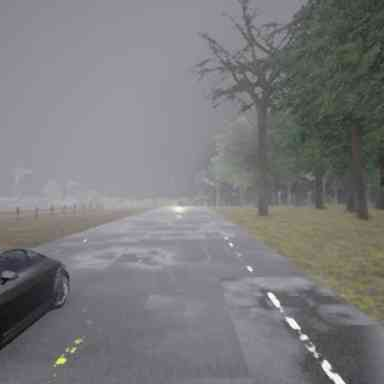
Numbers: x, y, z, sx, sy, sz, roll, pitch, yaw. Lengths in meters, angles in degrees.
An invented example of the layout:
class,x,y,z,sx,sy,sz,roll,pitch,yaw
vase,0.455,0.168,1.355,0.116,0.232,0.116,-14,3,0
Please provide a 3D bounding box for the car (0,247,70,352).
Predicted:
class,x,y,z,sx,sy,sz,roll,pitch,yaw
car,-3.499,1.598,5.190,1.994,1.385,4.181,0,0,0
